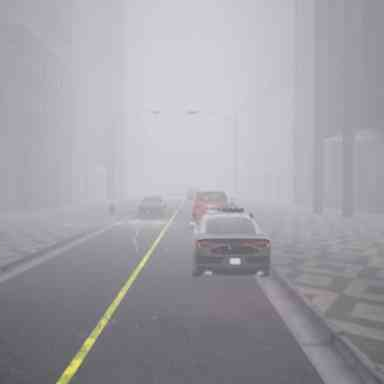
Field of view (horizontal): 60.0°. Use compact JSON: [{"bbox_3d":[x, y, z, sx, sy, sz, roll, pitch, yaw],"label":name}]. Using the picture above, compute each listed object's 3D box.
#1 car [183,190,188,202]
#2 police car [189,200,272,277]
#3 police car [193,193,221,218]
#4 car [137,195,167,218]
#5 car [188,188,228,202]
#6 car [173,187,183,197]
[{"bbox_3d":[0.294,0.354,48.316,2.150,2.045,5.566,0,1,1],"label":"car"},{"bbox_3d":[0.955,1.261,9.828,1.930,1.638,5.238,0,1,0],"label":"police car"},{"bbox_3d":[1.045,0.976,25.824,1.930,1.638,5.238,0,1,0],"label":"police car"},{"bbox_3d":[-2.956,1.036,25.361,1.882,1.535,5.008,0,1,0],"label":"car"},{"bbox_3d":[1.010,0.887,19.742,2.150,2.045,5.566,0,1,0],"label":"car"},{"bbox_3d":[-2.633,0.309,66.992,1.994,1.385,4.181,0,1,1],"label":"car"}]
